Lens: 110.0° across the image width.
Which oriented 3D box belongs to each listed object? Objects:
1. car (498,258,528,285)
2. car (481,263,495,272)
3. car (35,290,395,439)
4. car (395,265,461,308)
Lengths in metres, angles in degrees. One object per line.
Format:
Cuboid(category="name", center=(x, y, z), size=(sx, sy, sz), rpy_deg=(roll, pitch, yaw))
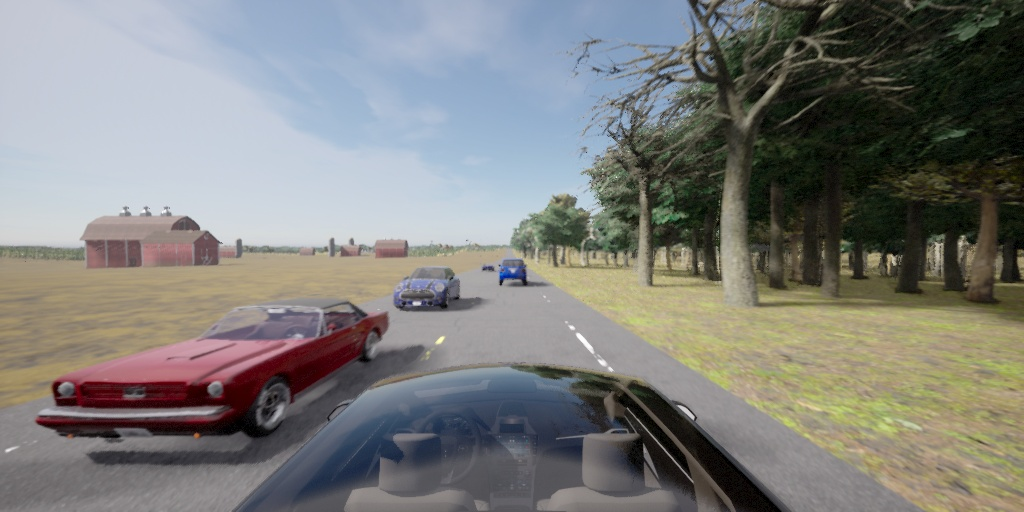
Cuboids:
Cuboid(category="car", center=(0.070, 1.199, 28.614), size=(2.150, 2.045, 5.566), rpy_deg=(0, 0, 0))
Cuboid(category="car", center=(-3.568, 1.692, 54.109), size=(1.895, 1.301, 4.718), rpy_deg=(0, 0, 0))
Cuboid(category="car", center=(-3.601, 1.396, 5.617), size=(1.895, 1.301, 4.718), rpy_deg=(0, -1, 0))
Cuboid(category="car", center=(-3.589, 1.241, 15.909), size=(2.097, 1.767, 4.553), rpy_deg=(0, 0, 1))
